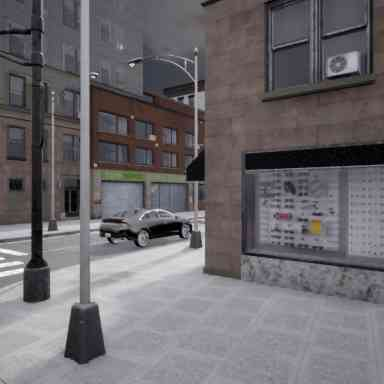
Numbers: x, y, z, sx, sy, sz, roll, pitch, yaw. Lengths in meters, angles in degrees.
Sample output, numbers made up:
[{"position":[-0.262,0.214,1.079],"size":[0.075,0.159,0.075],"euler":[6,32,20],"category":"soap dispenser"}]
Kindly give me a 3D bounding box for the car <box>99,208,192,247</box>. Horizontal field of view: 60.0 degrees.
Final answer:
[{"position":[-1.869,1.459,14.943],"size":[2.128,1.511,4.902],"euler":[0,0,35],"category":"car"}]
